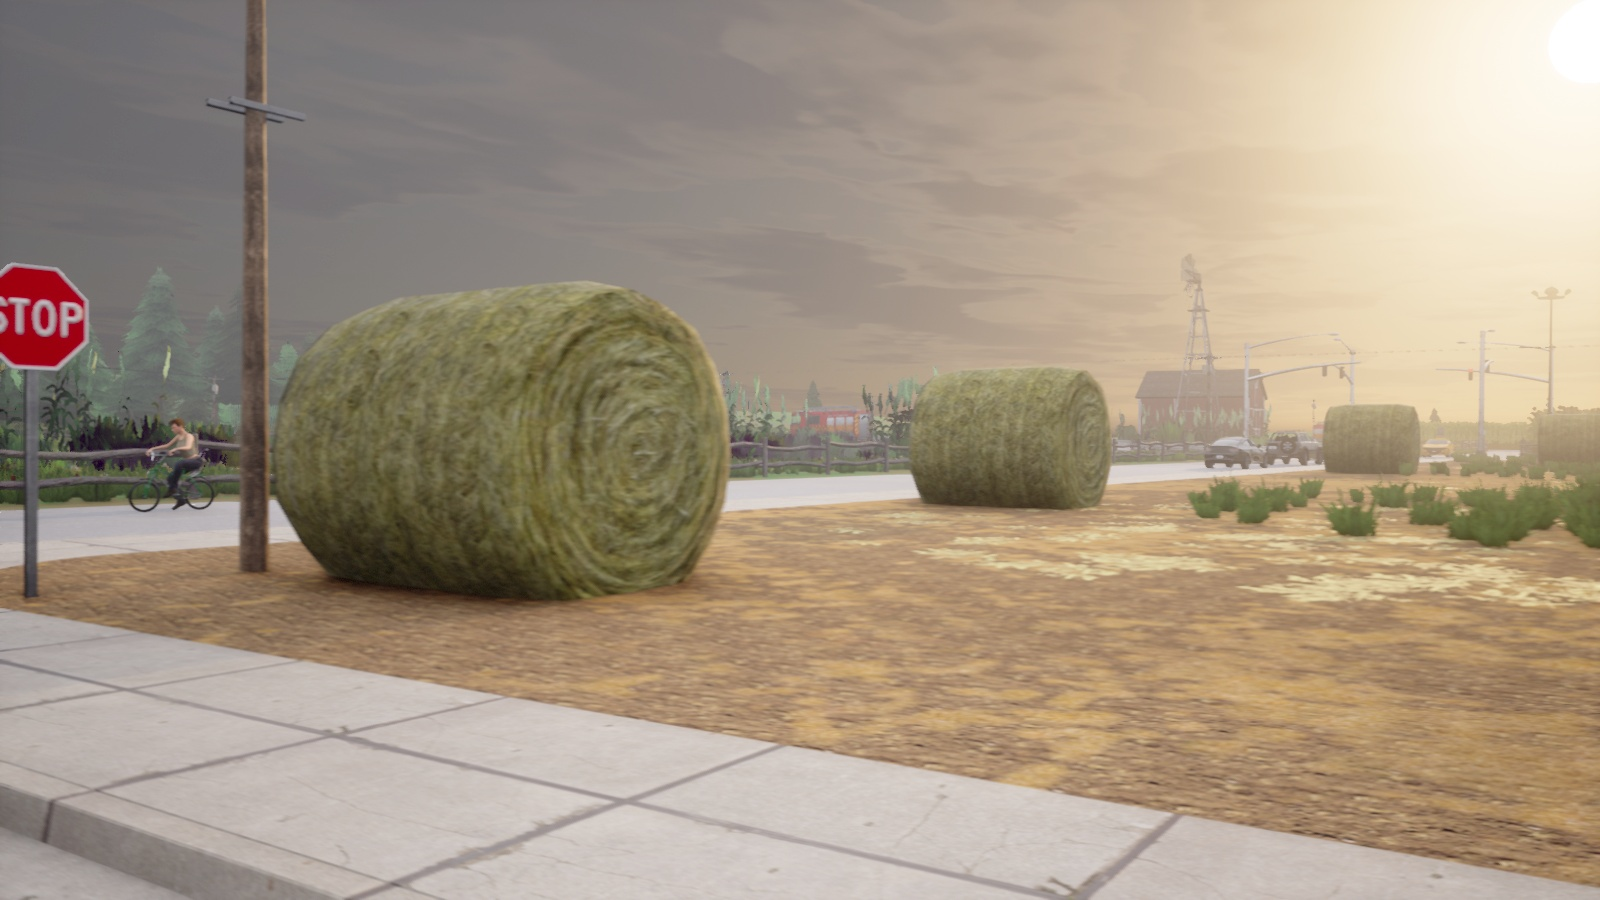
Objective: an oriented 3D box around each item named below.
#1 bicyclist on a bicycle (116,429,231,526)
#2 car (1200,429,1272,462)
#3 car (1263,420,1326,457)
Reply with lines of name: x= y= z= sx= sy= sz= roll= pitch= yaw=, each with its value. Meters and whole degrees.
bicyclist on a bicycle: x=-10.779 y=0.444 z=21.636 sx=0.866 sy=1.612 sz=1.509 roll=0 pitch=1 yaw=36
car: x=19.996 y=-0.238 z=57.502 sx=1.812 sy=1.442 sz=4.674 roll=0 pitch=1 yaw=36
car: x=25.755 y=-0.606 z=65.317 sx=1.932 sy=1.855 sz=4.605 roll=0 pitch=1 yaw=36
